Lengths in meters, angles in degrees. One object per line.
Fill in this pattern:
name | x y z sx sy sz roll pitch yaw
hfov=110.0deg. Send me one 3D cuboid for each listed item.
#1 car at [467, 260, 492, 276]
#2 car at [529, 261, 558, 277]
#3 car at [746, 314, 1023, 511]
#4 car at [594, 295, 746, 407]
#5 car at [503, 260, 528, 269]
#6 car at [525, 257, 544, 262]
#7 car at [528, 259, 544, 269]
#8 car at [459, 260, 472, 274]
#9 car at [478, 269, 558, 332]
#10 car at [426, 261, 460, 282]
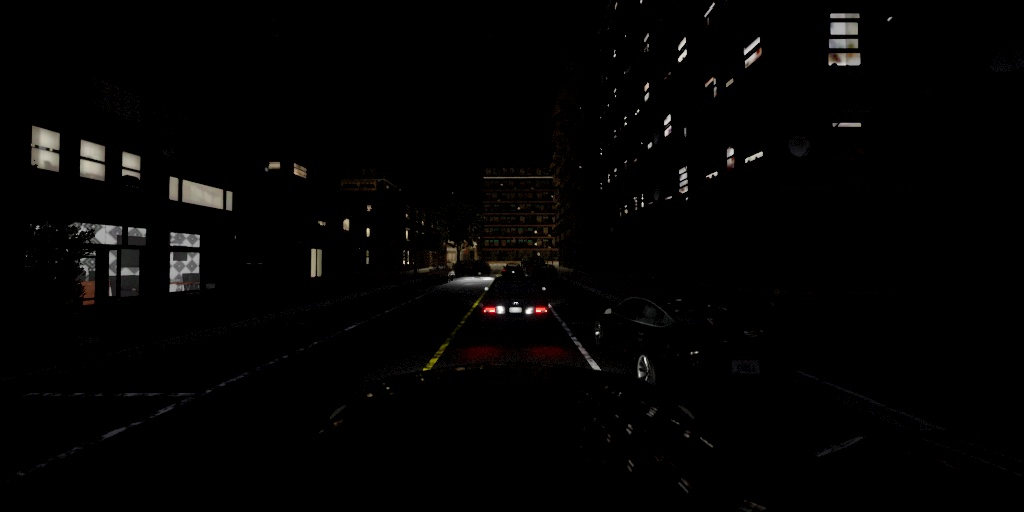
car | -3.097 1.368 36.530 1.895 1.301 4.718 0 0 0
car | 2.693 1.313 28.969 2.007 1.370 4.403 0 0 0
car | 2.691 1.189 0.536 1.967 1.591 4.097 0 0 0
car | 2.692 1.317 6.224 1.948 1.339 4.313 0 0 0
car | 0.103 1.328 32.288 1.994 1.385 4.181 0 0 0
car | 2.695 1.084 40.343 2.192 1.841 5.009 0 0 0
car | 2.694 1.291 34.825 1.751 1.417 4.829 0 0 0
car | -5.653 1.209 40.284 1.967 1.591 4.097 0 0 0
car | 0.096 1.301 10.841 2.033 1.411 5.357 0 0 0
car | -5.654 1.288 28.742 1.751 1.417 4.829 0 0 0
